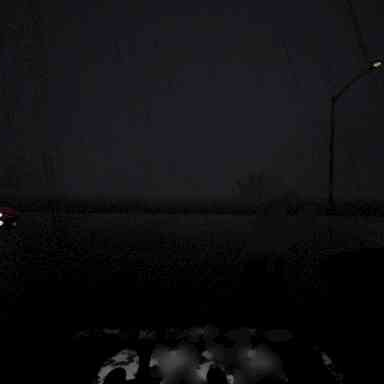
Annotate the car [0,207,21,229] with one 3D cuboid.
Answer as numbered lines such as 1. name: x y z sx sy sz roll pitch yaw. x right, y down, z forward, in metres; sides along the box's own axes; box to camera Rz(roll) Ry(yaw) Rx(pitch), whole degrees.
1. car: -11.386 1.045 17.132 4.553 1.767 2.097 1 1 0
